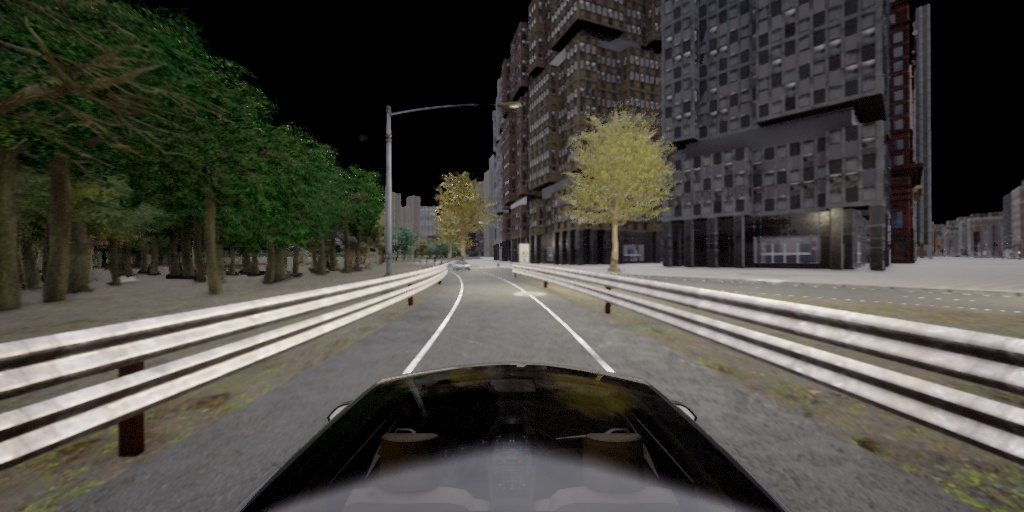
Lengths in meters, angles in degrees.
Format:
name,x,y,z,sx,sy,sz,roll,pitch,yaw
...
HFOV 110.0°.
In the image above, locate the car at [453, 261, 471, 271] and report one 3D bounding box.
name,x,y,z,sx,sy,sz,roll,pitch,yaw
car,-6.930,1.344,48.874,1.895,1.301,4.718,0,0,-17
